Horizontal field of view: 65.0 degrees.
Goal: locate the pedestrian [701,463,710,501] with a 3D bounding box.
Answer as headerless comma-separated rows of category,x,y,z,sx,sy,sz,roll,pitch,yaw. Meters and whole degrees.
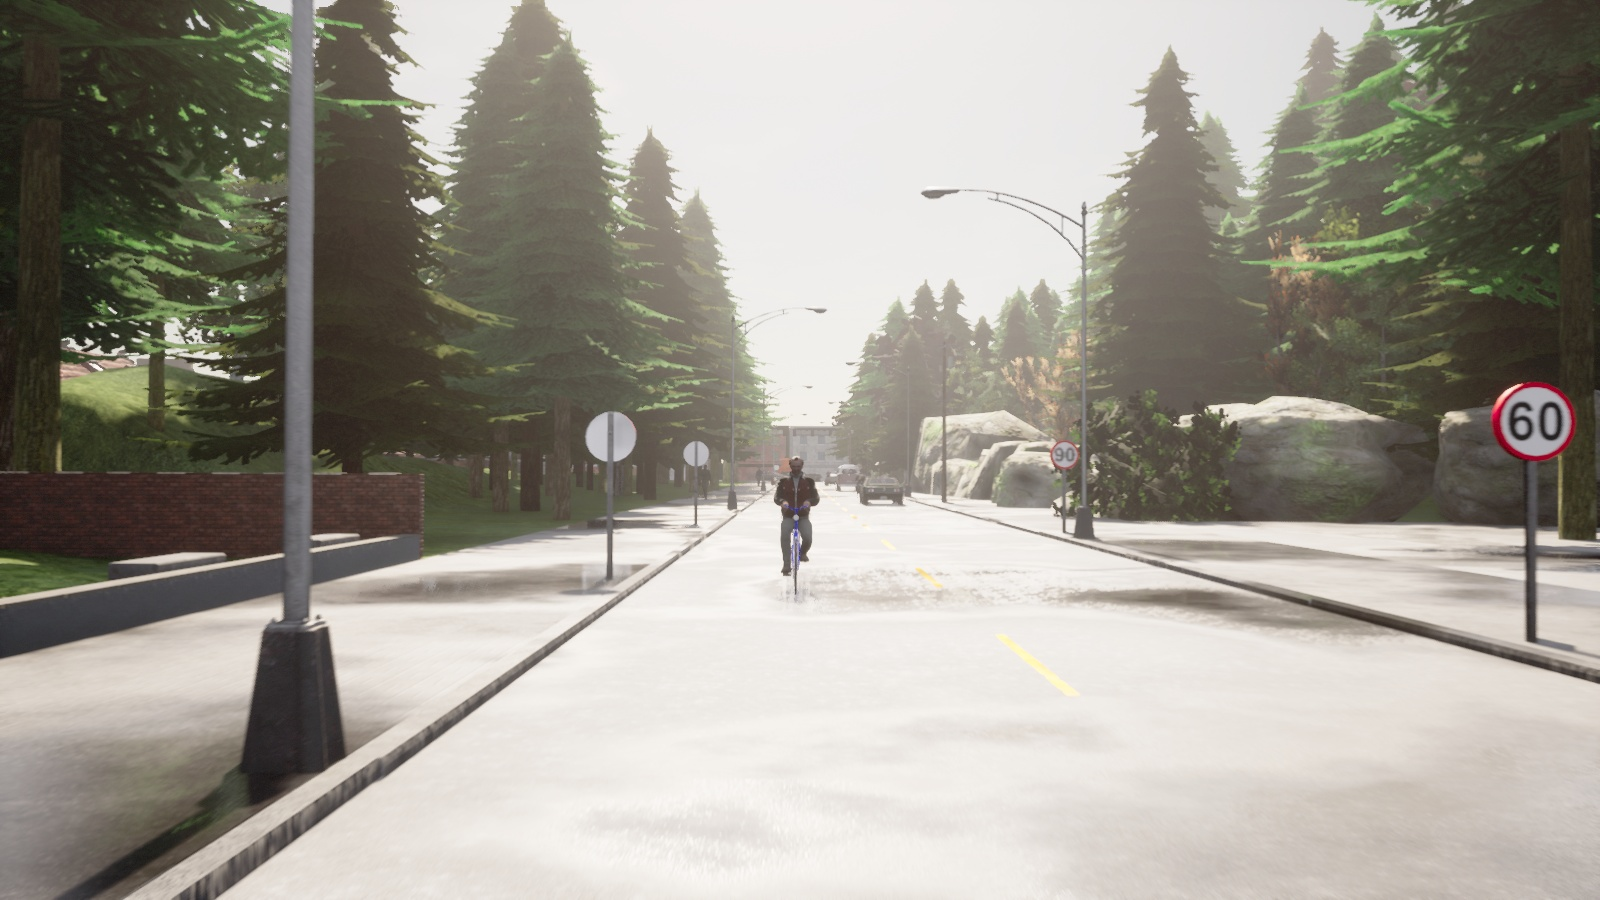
pedestrian,-4.653,1.579,61.898,0.353,1.847,0.614,0,-1,6

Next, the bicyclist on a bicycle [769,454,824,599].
bicyclist on a bicycle,-0.046,0.958,16.279,0.659,1.776,1.843,0,-1,0

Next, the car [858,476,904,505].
car,3.861,1.910,60.366,1.895,1.301,4.718,0,-1,0
